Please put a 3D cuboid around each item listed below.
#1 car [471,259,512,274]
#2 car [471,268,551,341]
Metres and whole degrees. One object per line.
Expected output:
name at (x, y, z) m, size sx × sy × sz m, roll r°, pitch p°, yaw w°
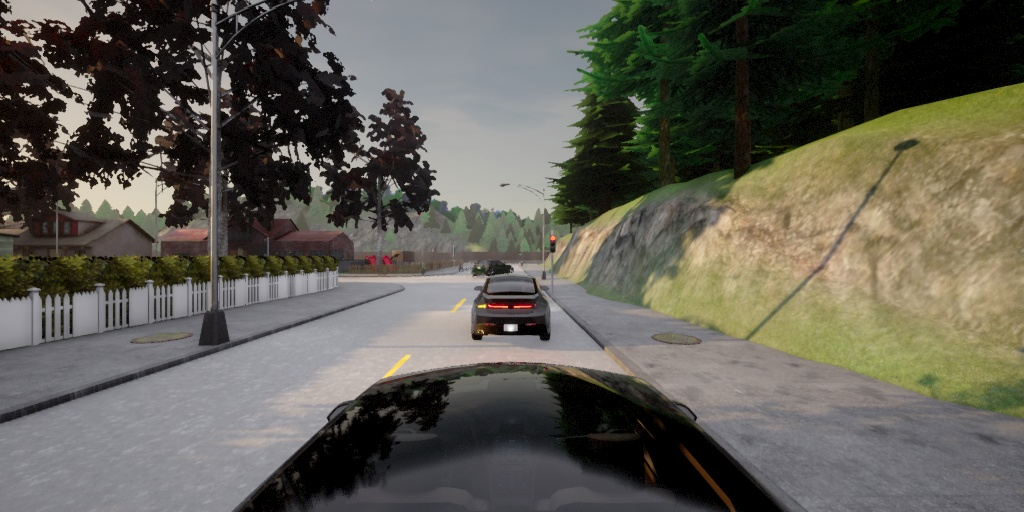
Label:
car at (-1.808, 1.102, 34.529) m, size 2.097 × 1.767 × 4.553 m, roll 0°, pitch 0°, yaw 35°
car at (-0.017, 1.255, 9.933) m, size 1.837 × 1.490 × 4.892 m, roll 0°, pitch 0°, yaw 0°
